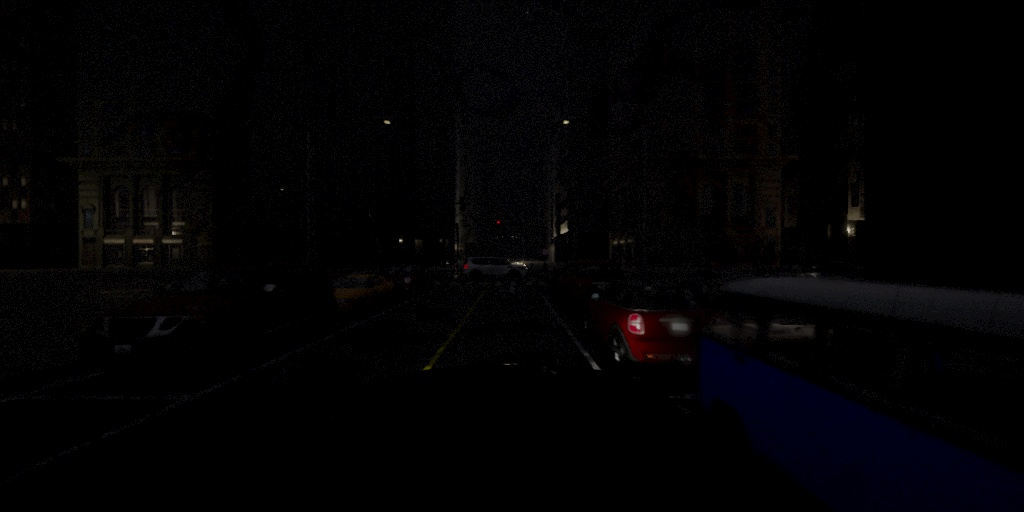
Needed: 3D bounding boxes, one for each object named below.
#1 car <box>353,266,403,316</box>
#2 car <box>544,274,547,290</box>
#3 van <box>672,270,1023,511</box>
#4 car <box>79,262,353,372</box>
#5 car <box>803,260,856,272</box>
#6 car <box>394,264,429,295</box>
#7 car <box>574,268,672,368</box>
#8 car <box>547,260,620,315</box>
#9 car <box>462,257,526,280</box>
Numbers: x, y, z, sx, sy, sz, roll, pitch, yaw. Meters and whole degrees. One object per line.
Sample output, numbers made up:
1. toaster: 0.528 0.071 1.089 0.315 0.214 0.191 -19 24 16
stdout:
1. car: -5.761 1.263 13.263 1.751 1.417 4.829 0 0 0
2. car: 2.765 1.284 19.035 2.007 1.370 4.403 0 0 0
3. van: 2.763 1.091 2.230 1.690 1.789 3.998 0 0 0
4. car: -5.762 1.058 7.830 2.192 1.841 5.009 0 0 0
5. car: 33.483 1.144 37.840 4.674 1.442 1.812 0 0 0
6. car: -5.761 1.172 19.035 1.967 1.591 4.097 0 0 0
7. car: 2.764 1.184 7.831 1.967 1.591 4.097 0 0 0
8. car: 2.764 1.054 13.433 2.192 1.841 5.009 0 0 0
9. car: -1.525 1.080 31.273 5.566 2.045 2.150 0 0 0
